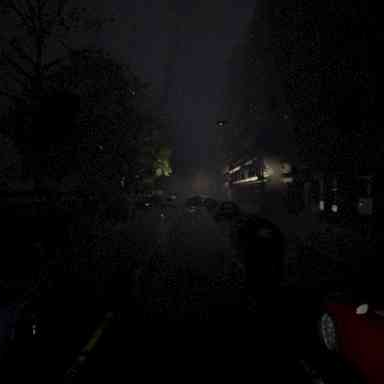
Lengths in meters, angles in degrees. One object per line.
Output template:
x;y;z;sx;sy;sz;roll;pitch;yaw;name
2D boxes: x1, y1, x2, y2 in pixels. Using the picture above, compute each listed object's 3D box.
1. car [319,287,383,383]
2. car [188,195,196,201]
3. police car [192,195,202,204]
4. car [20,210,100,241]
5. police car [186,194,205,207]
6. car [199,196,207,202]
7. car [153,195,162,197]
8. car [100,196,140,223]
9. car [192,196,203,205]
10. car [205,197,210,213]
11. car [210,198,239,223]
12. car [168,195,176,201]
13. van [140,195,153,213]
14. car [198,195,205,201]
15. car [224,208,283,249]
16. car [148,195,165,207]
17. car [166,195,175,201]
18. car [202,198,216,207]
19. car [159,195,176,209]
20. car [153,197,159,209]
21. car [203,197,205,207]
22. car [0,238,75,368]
2.691;1.583;3.211;1.802;1.307;4.206;0;0;0;car
0.009;1.473;85.158;2.033;1.411;5.357;0;0;0;car
0.907;1.504;66.756;1.930;1.638;5.238;0;0;0;police car
-5.689;1.573;14.473;1.947;1.339;4.313;0;0;0;car
0.449;1.476;50.943;1.930;1.638;5.238;0;0;12;police car
2.698;1.656;82.035;1.887;1.381;4.507;0;0;0;car
-5.686;1.591;48.254;1.887;1.381;4.507;0;0;0;car
-5.687;1.331;25.733;2.192;1.841;5.009;0;0;0;car
0.907;1.545;60.645;1.882;1.535;5.008;0;0;0;car
2.694;1.555;37.163;1.752;1.417;4.829;0;0;0;car
2.693;1.456;25.732;1.967;1.590;4.097;0;0;0;car
-5.682;1.580;93.295;1.967;1.590;4.097;0;0;0;car
-5.686;1.371;36.993;1.690;1.788;3.998;0;0;0;van
2.699;1.580;93.296;1.967;1.590;4.097;0;0;0;car
2.692;1.573;14.472;1.947;1.339;4.313;0;0;0;car
-5.685;1.370;53.886;2.192;1.841;5.009;0;0;0;car
-5.682;1.566;87.667;1.967;1.590;4.097;0;0;0;car
2.695;1.621;53.885;1.947;1.339;4.313;0;0;0;car
-3.082;1.567;45.024;1.812;1.442;4.674;0;0;0;car
-5.686;1.620;42.623;1.802;1.307;4.206;0;0;0;car
2.694;1.620;42.623;1.802;1.307;4.206;0;0;0;car
-3.101;1.549;3.138;2.033;1.411;5.357;0;0;0;car
